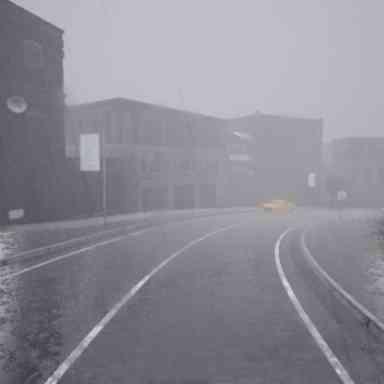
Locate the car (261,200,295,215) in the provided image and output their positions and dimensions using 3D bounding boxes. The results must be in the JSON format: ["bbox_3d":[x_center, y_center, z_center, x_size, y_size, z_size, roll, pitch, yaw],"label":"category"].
[{"bbox_3d":[9.126,1.561,35.100,1.882,1.535,5.008,4,1,41],"label":"car"}]
